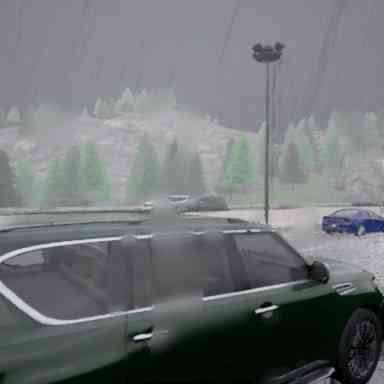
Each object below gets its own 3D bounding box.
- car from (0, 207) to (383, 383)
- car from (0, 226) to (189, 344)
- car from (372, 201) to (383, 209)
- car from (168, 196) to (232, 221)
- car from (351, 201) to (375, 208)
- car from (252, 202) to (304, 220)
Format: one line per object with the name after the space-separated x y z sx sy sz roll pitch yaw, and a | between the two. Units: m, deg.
-0.027 1.241 3.729 5.566 2.045 2.150 1 -1 -35 | car
-2.487 1.539 6.267 4.674 1.442 1.812 1 0 -36 | car
33.344 2.220 57.728 4.181 1.385 1.994 1 0 -35 | car
0.804 1.411 30.352 5.566 2.045 2.150 1 0 -35 | car
31.089 2.236 60.414 4.718 1.301 1.895 1 0 -35 | car
8.146 1.739 31.283 5.008 1.535 1.882 1 0 -35 | car
